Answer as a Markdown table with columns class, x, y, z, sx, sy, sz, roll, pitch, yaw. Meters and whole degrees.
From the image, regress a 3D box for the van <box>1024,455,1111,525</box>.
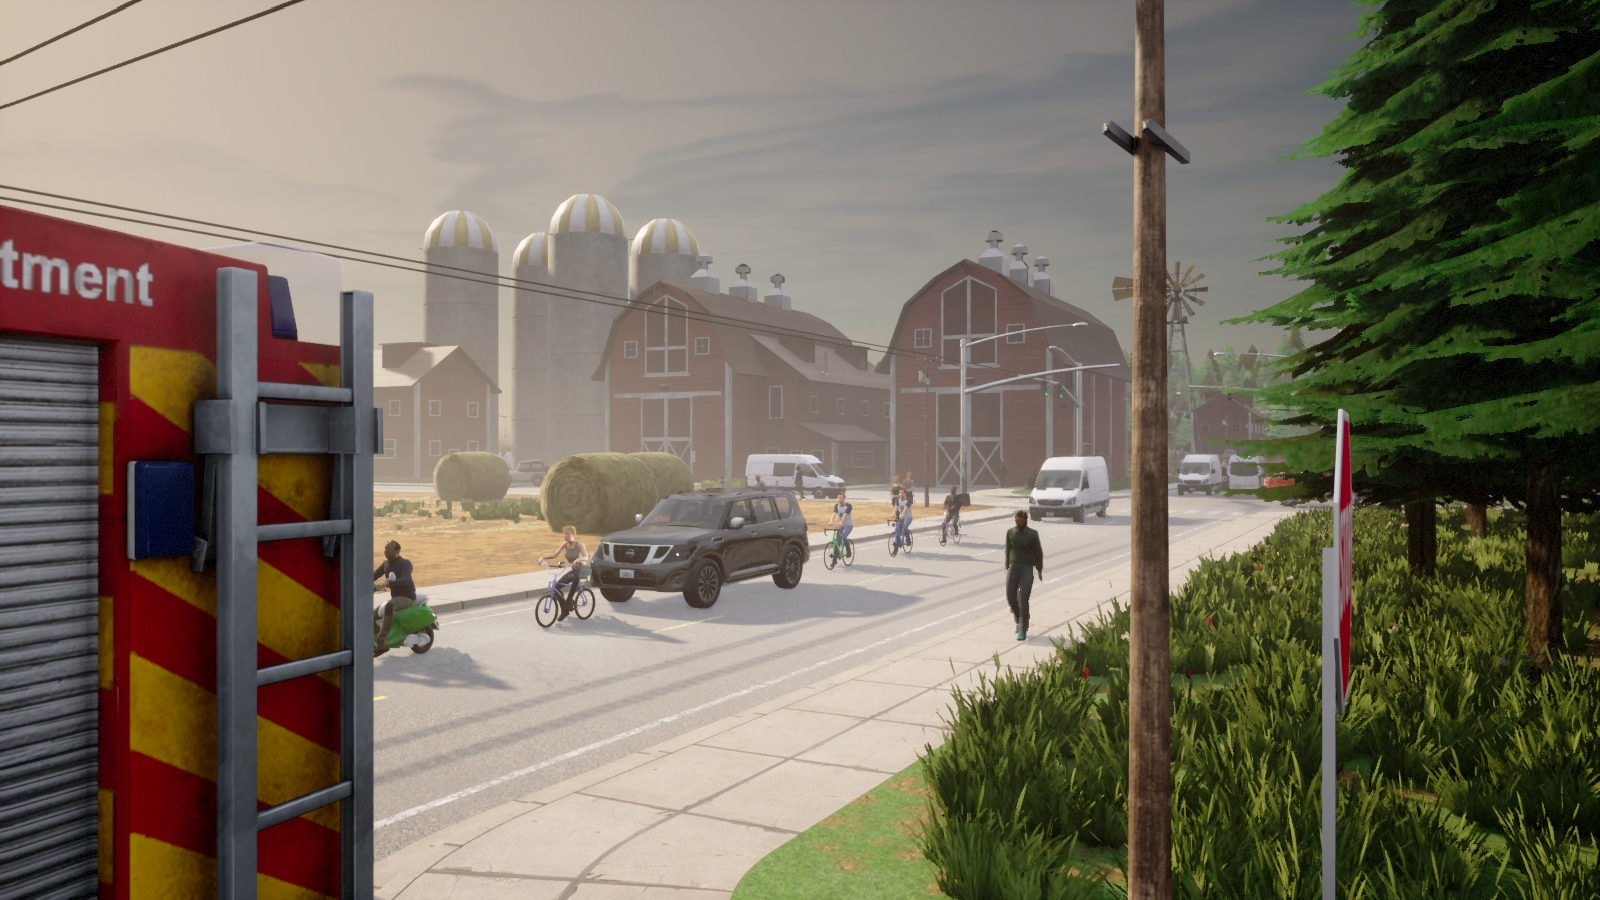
| class | x | y | z | sx | sy | sz | roll | pitch | yaw |
| --- | --- | --- | --- | --- | --- | --- | --- | --- | --- |
| van | 10.910 | 1.532 | 46.257 | 1.988 | 2.561 | 5.915 | 0 | 0 | 28 |

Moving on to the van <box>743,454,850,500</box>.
| class | x | y | z | sx | sy | sz | roll | pitch | yaw |
| --- | --- | --- | --- | --- | --- | --- | --- | --- | --- |
| van | -0.220 | 1.504 | 65.696 | 5.915 | 2.561 | 1.988 | 0 | 0 | 27 |

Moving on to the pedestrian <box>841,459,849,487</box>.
| class | x | y | z | sx | sy | sz | roll | pitch | yaw |
| --- | --- | --- | --- | --- | --- | --- | --- | --- | --- |
| pedestrian | 3.046 | 1.551 | 77.537 | 0.375 | 1.860 | 0.375 | 0 | 0 | 42 |

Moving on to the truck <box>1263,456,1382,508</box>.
| class | x | y | z | sx | sy | sz | roll | pitch | yaw |
| --- | --- | --- | --- | --- | --- | --- | --- | --- | --- |
| truck | 25.612 | 1.544 | 56.193 | 5.204 | 2.467 | 2.627 | -1 | 0 | 24 |

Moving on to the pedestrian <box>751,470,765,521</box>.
| class | x | y | z | sx | sy | sz | roll | pitch | yaw |
| --- | --- | --- | --- | --- | --- | --- | --- | --- | --- |
| pedestrian | -1.543 | 1.677 | 41.970 | 0.375 | 1.860 | 0.375 | 0 | 0 | 40 |

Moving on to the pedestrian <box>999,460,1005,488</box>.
| class | x | y | z | sx | sy | sz | roll | pitch | yaw |
| --- | --- | --- | --- | --- | --- | --- | --- | --- | --- |
| pedestrian | 13.085 | 1.551 | 73.983 | 0.375 | 1.860 | 0.375 | 0 | 0 | 17 |

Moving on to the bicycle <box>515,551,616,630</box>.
| class | x | y | z | sx | sy | sz | roll | pitch | yaw |
| --- | --- | --- | --- | --- | --- | --- | --- | --- | --- |
| bicycle | -3.808 | 2.256 | 18.627 | 0.859 | 1.080 | 1.487 | 0 | 0 | 28 |

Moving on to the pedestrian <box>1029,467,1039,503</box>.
| class | x | y | z | sx | sy | sz | roll | pitch | yaw |
| --- | --- | --- | --- | --- | --- | --- | --- | --- | --- |
| pedestrian | 12.211 | 1.824 | 59.684 | 0.375 | 1.860 | 0.375 | 0 | 0 | 35 |

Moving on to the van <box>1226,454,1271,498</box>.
| class | x | y | z | sx | sy | sz | roll | pitch | yaw |
| --- | --- | --- | --- | --- | --- | --- | --- | --- | --- |
| van | 27.755 | 1.534 | 70.581 | 1.988 | 2.561 | 5.915 | 0 | 0 | 27 |

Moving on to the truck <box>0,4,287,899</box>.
| class | x | y | z | sx | sy | sz | roll | pitch | yaw |
| --- | --- | --- | --- | --- | --- | --- | --- | --- | --- |
| truck | -6.052 | 0.867 | 3.686 | 8.468 | 3.827 | 2.891 | 0 | 0 | 21 |

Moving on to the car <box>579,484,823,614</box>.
| class | x | y | z | sx | sy | sz | roll | pitch | yaw |
| --- | --- | --- | --- | --- | --- | --- | --- | --- | --- |
| car | -1.733 | 1.779 | 22.472 | 2.150 | 2.045 | 5.566 | 0 | 0 | 27 |

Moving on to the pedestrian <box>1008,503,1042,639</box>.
| class | x | y | z | sx | sy | sz | roll | pitch | yaw |
| --- | --- | --- | --- | --- | --- | --- | --- | --- | --- |
| pedestrian | 3.182 | 1.696 | 16.156 | 0.375 | 1.860 | 0.375 | 0 | 0 | 28 |

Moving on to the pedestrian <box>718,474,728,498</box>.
| class | x | y | z | sx | sy | sz | roll | pitch | yaw |
| --- | --- | --- | --- | --- | --- | --- | --- | --- | --- |
| pedestrian | -4.177 | 1.951 | 62.255 | 0.375 | 1.300 | 0.375 | 0 | 0 | 36 |

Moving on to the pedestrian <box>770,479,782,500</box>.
| class | x | y | z | sx | sy | sz | roll | pitch | yaw |
| --- | --- | --- | --- | --- | --- | --- | --- | --- | --- |
| pedestrian | -1.250 | 2.049 | 59.625 | 0.500 | 1.100 | 0.500 | 0 | 0 | 22 |

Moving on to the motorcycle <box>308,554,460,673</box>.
| class | x | y | z | sx | sy | sz | roll | pitch | yaw |
| --- | --- | --- | --- | --- | --- | --- | --- | --- | --- |
| motorcycle | -5.549 | 2.142 | 15.359 | 0.856 | 1.316 | 1.805 | 0 | 0 | 28 |

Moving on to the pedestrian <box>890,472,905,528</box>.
| class | x | y | z | sx | sy | sz | roll | pitch | yaw |
| --- | --- | --- | --- | --- | --- | --- | --- | --- | --- |
| pedestrian | 3.326 | 1.695 | 38.925 | 0.375 | 1.860 | 0.375 | 0 | 0 | 35 |

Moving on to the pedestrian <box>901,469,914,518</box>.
| class | x | y | z | sx | sy | sz | roll | pitch | yaw |
| --- | --- | --- | --- | --- | --- | --- | --- | --- | --- |
| pedestrian | 4.200 | 1.688 | 44.457 | 0.375 | 1.860 | 0.375 | 0 | 0 | 31 |

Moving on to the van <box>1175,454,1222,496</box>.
| class | x | y | z | sx | sy | sz | roll | pitch | yaw |
| --- | --- | --- | --- | --- | --- | --- | --- | --- | --- |
| van | 25.715 | 1.534 | 73.539 | 1.988 | 2.561 | 5.915 | 0 | 0 | 28 |

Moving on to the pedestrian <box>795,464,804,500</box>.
| class | x | y | z | sx | sy | sz | roll | pitch | yaw |
| --- | --- | --- | --- | --- | --- | --- | --- | --- | --- |
| pedestrian | -0.018 | 1.670 | 59.830 | 0.375 | 1.860 | 0.375 | 0 | 0 | 21 |
